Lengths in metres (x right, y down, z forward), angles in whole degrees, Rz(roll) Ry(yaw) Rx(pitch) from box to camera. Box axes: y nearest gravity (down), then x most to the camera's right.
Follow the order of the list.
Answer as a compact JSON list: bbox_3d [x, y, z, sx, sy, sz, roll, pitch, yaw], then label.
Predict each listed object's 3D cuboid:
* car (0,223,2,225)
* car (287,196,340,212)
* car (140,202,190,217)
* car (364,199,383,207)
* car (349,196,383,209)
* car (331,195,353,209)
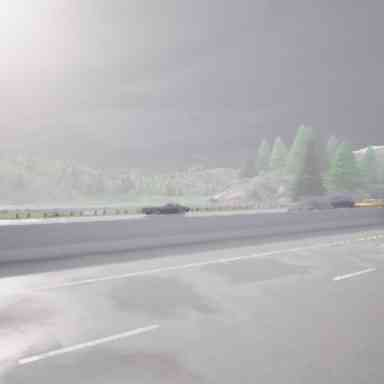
[{"bbox_3d":[-12.563,1.545,16.528,5.357,1.411,2.033,0,0,-35],"label":"car"},{"bbox_3d":[10.151,1.440,28.403,4.553,1.767,2.097,0,0,-35],"label":"car"},{"bbox_3d":[-2.582,1.660,32.233,4.718,1.301,1.895,0,0,-35],"label":"car"},{"bbox_3d":[31.192,1.810,56.201,4.718,1.301,1.895,0,0,-35],"label":"car"},{"bbox_3d":[22.065,1.627,41.165,5.008,1.535,1.882,0,0,-35],"label":"car"},{"bbox_3d":[19.059,1.363,43.329,5.566,2.045,2.150,0,0,-35],"label":"car"}]
